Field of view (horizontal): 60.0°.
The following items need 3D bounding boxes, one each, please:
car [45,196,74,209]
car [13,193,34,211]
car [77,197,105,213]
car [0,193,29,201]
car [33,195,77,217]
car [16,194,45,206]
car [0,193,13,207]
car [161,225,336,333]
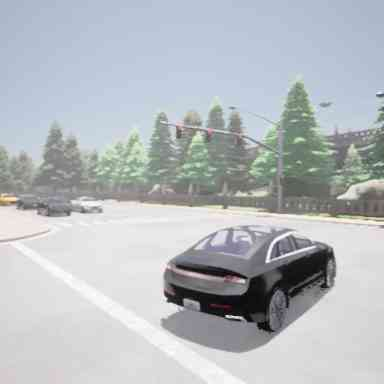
[{"bbox_3d":[-15.560,1.202,38.864,1.895,1.301,4.718,0,1,-38],"label":"car"},{"bbox_3d":[-17.201,1.125,35.237,1.837,1.490,4.892,0,1,-38],"label":"car"},{"bbox_3d":[-10.032,1.202,31.631,1.812,1.442,4.674,0,1,-37],"label":"car"},{"bbox_3d":[-32.110,0.875,59.648,4.902,1.511,2.128,0,0,16],"label":"car"},{"bbox_3d":[-11.570,1.201,27.864,1.837,1.490,4.892,0,1,-37],"label":"car"},{"bbox_3d":[-22.428,1.046,46.164,4.674,1.442,1.812,1,1,40],"label":"car"},{"bbox_3d":[-23.938,1.015,42.900,5.008,1.535,1.882,1,1,40],"label":"car"},{"bbox_3d":[1.493,1.436,6.853,2.128,1.511,4.902,1,1,38],"label":"car"}]
